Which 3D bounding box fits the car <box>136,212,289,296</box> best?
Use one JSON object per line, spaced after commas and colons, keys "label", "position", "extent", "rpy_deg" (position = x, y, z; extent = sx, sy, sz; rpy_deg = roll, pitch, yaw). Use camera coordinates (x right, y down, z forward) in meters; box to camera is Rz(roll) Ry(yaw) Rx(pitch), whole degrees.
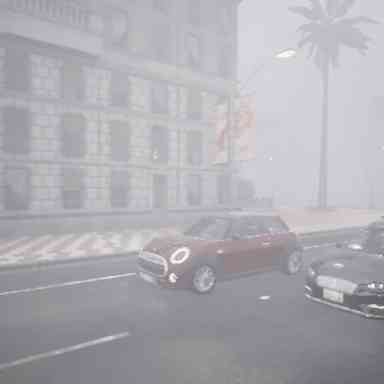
{"label": "car", "position": [0.832, 1.362, 8.834], "extent": [4.553, 1.767, 2.097], "rpy_deg": [0, 0, -35]}

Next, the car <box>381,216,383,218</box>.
{"label": "car", "position": [10.062, 1.513, 15.251], "extent": [5.008, 1.535, 1.882], "rpy_deg": [0, 0, -34]}

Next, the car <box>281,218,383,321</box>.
{"label": "car", "position": [4.420, 1.507, 7.071], "extent": [4.902, 1.511, 2.128], "rpy_deg": [0, 0, -35]}
